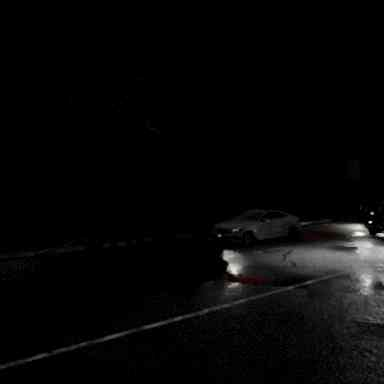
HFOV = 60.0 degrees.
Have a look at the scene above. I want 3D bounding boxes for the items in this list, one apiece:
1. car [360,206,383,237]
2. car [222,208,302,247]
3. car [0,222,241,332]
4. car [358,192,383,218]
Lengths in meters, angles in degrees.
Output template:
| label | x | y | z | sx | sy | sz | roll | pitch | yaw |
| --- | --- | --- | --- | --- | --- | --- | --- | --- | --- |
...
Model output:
| label | x | y | z | sx | sy | sz | roll | pitch | yaw |
| --- | --- | --- | --- | --- | --- | --- | --- | --- | --- |
| car | 10.464 | 1.484 | 16.401 | 4.718 | 1.301 | 1.895 | -1 | 0 | -39 |
| car | 2.985 | 1.464 | 14.828 | 4.674 | 1.442 | 1.812 | 0 | 0 | -36 |
| car | -1.707 | 1.538 | 7.007 | 5.357 | 1.411 | 2.033 | 0 | 0 | -35 |
| car | 14.069 | 1.045 | 23.946 | 5.566 | 2.045 | 2.150 | -1 | 0 | -41 |
